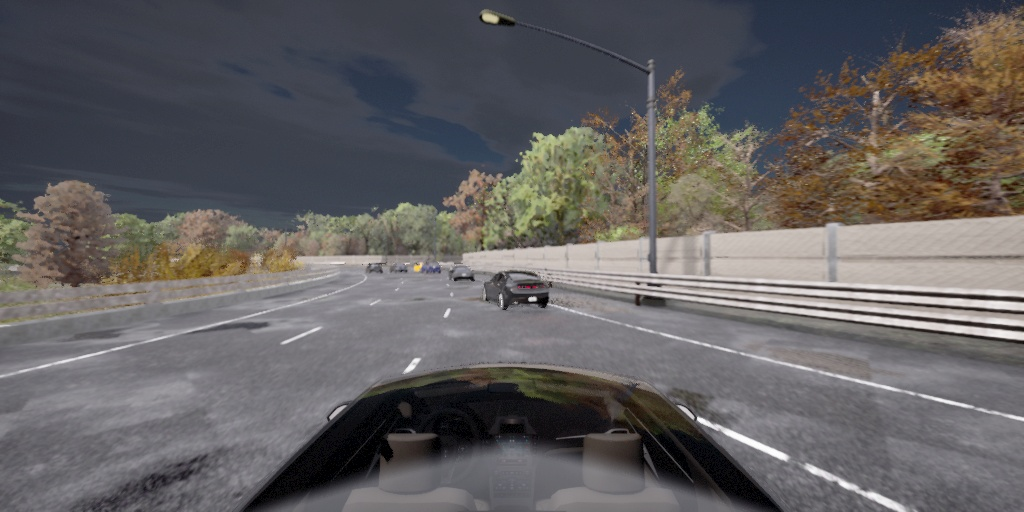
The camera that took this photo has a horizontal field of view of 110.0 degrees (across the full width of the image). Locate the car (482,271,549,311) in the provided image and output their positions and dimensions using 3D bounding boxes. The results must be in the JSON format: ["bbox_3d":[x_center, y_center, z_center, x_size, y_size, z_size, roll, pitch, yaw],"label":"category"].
[{"bbox_3d":[0.028,1.374,15.462,1.837,1.490,4.892,-1,-1,-18],"label":"car"}]

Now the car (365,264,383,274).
[{"bbox_3d":[-20.241,1.838,52.652,1.812,1.442,4.674,0,-1,-31],"label":"car"}]

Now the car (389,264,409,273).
[{"bbox_3d":[-17.181,1.856,54.352,2.033,1.411,5.357,0,-1,-31],"label":"car"}]

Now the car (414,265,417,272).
[{"bbox_3d":[-13.808,1.778,55.630,1.882,1.535,5.008,0,-1,-31],"label":"car"}]

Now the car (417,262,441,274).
[{"bbox_3d":[-11.620,1.601,51.175,2.097,1.767,4.553,0,-1,-25],"label":"car"}]

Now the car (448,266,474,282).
[{"bbox_3d":[-4.782,1.618,33.397,1.994,1.385,4.181,0,0,-17],"label":"car"}]
